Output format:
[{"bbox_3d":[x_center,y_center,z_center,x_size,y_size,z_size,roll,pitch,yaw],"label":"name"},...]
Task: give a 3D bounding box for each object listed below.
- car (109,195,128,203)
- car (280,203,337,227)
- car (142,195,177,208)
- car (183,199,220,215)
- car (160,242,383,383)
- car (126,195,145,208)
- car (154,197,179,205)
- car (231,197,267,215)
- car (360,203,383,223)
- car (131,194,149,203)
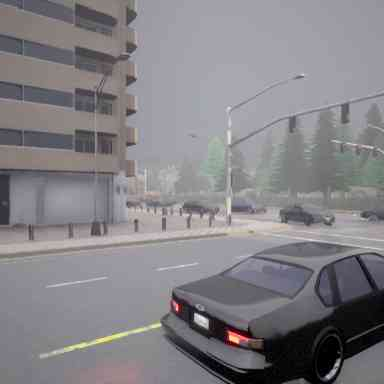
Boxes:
[{"bbox_3d":[-13.617,1.223,61.448,1.994,1.385,4.181,0,0,-36],"label":"car"},{"bbox_3d":[7.899,1.532,23.068,1.837,1.490,4.892,1,-2,-14],"label":"car"},{"bbox_3d":[-4.760,1.603,48.987,2.033,1.411,5.357,0,0,-36],"label":"car"},{"bbox_3d":[0.941,1.559,35.059,1.837,1.490,4.892,0,0,-36],"label":"car"},{"bbox_3d":[2.162,1.547,5.320,5.357,1.411,2.033,0,0,-35],"label":"car"},{"bbox_3d":[-9.047,1.533,48.957,1.882,1.535,5.008,0,0,-36],"label":"car"},{"bbox_3d":[-4.743,1.603,61.283,2.033,1.411,5.357,0,0,-36],"label":"car"},{"bbox_3d":[5.613,1.407,34.559,2.097,1.767,4.553,0,0,-36],"label":"car"},{"bbox_3d":[14.906,1.551,24.391,4.674,1.442,1.812,0,0,33],"label":"car"},{"bbox_3d":[-10.952,1.408,69.855,2.097,1.767,4.553,0,0,-36],"label":"car"}]
